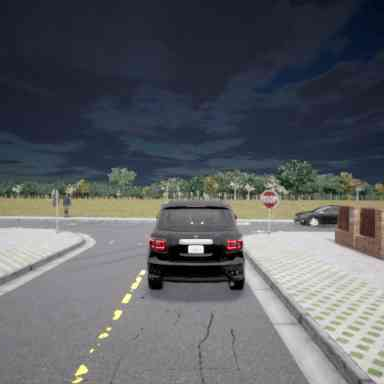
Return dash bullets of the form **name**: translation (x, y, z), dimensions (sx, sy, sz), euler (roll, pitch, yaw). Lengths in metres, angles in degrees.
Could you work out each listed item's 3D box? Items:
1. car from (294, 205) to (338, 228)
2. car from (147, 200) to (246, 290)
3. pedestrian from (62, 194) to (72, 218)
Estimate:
- **car**: translation (9.528, 1.654, 22.882), dimensions (4.892, 1.490, 1.837), euler (1, 0, 0)
- **car**: translation (0.123, 1.223, 9.230), dimensions (2.150, 2.045, 5.566), euler (0, 0, 1)
- **pedestrian**: translation (-9.696, 1.069, 25.675), dimensions (0.375, 1.860, 0.375), euler (0, -1, 0)
